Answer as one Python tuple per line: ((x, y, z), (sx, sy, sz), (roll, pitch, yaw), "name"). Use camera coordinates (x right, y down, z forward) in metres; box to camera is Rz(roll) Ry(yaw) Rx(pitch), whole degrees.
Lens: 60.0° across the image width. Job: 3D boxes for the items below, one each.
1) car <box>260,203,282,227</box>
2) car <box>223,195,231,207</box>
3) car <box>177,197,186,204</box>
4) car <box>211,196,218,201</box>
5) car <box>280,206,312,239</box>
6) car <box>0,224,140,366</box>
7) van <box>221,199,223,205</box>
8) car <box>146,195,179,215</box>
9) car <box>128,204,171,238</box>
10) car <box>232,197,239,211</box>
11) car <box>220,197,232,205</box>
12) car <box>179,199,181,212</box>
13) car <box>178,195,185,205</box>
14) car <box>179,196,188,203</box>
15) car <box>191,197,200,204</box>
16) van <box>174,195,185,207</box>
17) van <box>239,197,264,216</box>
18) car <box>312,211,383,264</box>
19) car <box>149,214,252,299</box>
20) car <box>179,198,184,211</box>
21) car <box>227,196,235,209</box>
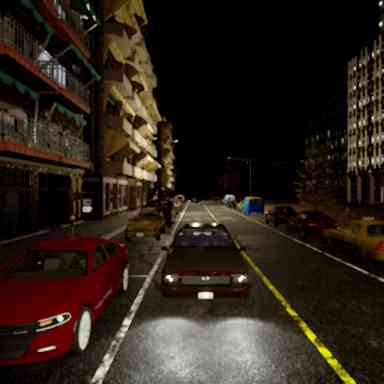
((6.133, 1.624, 22.643), (1.802, 1.307, 4.206), (0, 0, 0), "car")
((6.252, 1.544, 50.277), (1.967, 1.590, 4.097), (0, 0, 0), "car")
((-2.056, 1.728, 66.892), (1.802, 1.307, 4.206), (0, 0, 0), "car")
((6.443, 1.782, 94.489), (1.887, 1.381, 4.507), (0, 0, 0), "car")
((6.110, 1.614, 17.118), (1.802, 1.307, 4.206), (0, 0, 0), "car")
((-2.318, 1.553, 6.101), (1.887, 1.381, 4.507), (0, 0, 0), "car")
((6.275, 1.460, 55.805), (1.690, 1.788, 3.998), (0, 0, 0), "van")
((-2.248, 1.353, 22.680), (2.192, 1.841, 5.009), (0, 0, 0), "car")
((-2.271, 1.553, 16.984), (1.752, 1.417, 4.829), (0, 0, 0), "car")
((6.206, 1.602, 39.393), (1.752, 1.417, 4.829), (0, 0, 0), "car")
((6.300, 1.660, 61.499), (1.752, 1.417, 4.829), (0, 0, 0), "car")
((-2.222, 1.599, 28.207), (2.008, 1.369, 4.403), (0, 0, 0), "car")
((-2.175, 1.512, 39.259), (1.967, 1.590, 4.097), (0, 0, 0), "car")
((-2.009, 1.744, 77.945), (1.947, 1.339, 4.313), (0, 0, 0), "car")
((0.652, 1.703, 69.794), (2.033, 1.411, 5.357), (0, 0, 0), "car")
((-2.105, 1.456, 55.841), (1.690, 1.788, 3.998), (0, 0, 0), "van")
((6.180, 1.405, 33.697), (1.690, 1.788, 3.998), (0, 0, 0), "van")
((6.087, 1.548, 11.761), (1.752, 1.417, 4.829), (0, 0, 0), "car")
((0.294, 1.562, 8.909), (2.033, 1.411, 5.357), (0, 0, 1), "car")
((-2.199, 1.611, 33.734), (2.008, 1.369, 4.403), (0, 0, 0), "car")
((6.229, 1.655, 44.750), (1.947, 1.339, 4.313), (0, 0, 0), "car")
